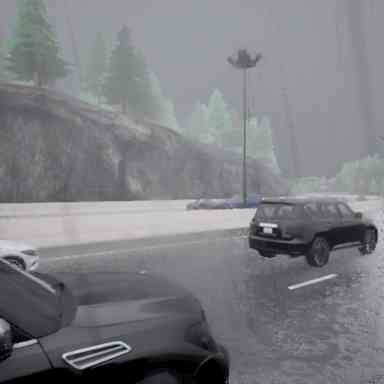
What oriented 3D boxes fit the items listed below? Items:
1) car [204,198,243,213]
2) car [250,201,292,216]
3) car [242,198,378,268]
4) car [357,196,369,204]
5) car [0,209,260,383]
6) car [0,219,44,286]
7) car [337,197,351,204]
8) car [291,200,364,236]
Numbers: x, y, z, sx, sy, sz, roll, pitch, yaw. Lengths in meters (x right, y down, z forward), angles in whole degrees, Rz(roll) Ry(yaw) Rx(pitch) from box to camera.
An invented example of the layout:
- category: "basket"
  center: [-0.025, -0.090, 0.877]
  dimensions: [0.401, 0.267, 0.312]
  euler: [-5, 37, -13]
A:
- category: "car"
  center: [3.877, 1.556, 39.655]
  dimensions: [1.882, 1.535, 5.008]
  euler: [0, 0, 45]
- category: "car"
  center: [8.139, 1.666, 33.999]
  dimensions: [4.718, 1.301, 1.895]
  euler: [0, 0, -45]
- category: "car"
  center: [4.368, 1.244, 11.656]
  dimensions: [5.566, 2.045, 2.150]
  euler: [0, 0, -39]
- category: "car"
  center: [33.968, 1.605, 65.999]
  dimensions: [1.837, 1.490, 4.892]
  euler: [0, 0, 32]
- category: "car"
  center: [-2.326, 1.228, 2.161]
  dimensions: [5.566, 2.045, 2.150]
  euler: [0, 0, -35]
- category: "car"
  center: [-6.249, 1.545, 7.976]
  dimensions: [4.674, 1.442, 1.812]
  euler: [0, 0, -35]
- category: "car"
  center: [30.936, 1.707, 67.749]
  dimensions: [1.895, 1.301, 4.718]
  euler: [0, 0, 32]
- category: "car"
  center: [7.914, 1.388, 19.262]
  dimensions: [4.553, 1.767, 2.097]
  euler: [0, 0, -41]
